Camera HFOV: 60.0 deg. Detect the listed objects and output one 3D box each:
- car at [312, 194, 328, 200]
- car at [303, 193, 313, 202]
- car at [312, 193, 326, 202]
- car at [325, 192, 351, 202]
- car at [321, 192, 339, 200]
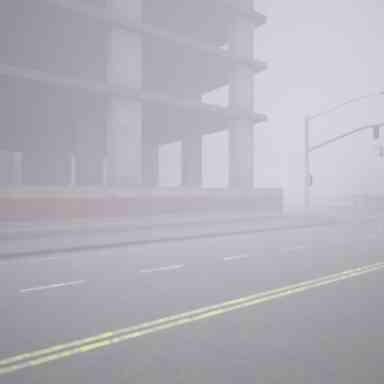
[{"bbox_3d":[32.323,1.222,84.048,3.905,1.438,1.784,0,0,-35],"label":"car"},{"bbox_3d":[24.859,1.040,68.414,4.605,1.855,1.932,0,0,-35],"label":"car"},{"bbox_3d":[26.451,1.250,66.253,3.905,1.438,1.784,0,0,-35],"label":"car"},{"bbox_3d":[28.123,1.282,63.890,3.806,1.475,1.970,0,0,-35],"label":"car"},{"bbox_3d":[33.944,1.011,81.647,4.605,1.855,1.932,0,0,-35],"label":"car"}]
